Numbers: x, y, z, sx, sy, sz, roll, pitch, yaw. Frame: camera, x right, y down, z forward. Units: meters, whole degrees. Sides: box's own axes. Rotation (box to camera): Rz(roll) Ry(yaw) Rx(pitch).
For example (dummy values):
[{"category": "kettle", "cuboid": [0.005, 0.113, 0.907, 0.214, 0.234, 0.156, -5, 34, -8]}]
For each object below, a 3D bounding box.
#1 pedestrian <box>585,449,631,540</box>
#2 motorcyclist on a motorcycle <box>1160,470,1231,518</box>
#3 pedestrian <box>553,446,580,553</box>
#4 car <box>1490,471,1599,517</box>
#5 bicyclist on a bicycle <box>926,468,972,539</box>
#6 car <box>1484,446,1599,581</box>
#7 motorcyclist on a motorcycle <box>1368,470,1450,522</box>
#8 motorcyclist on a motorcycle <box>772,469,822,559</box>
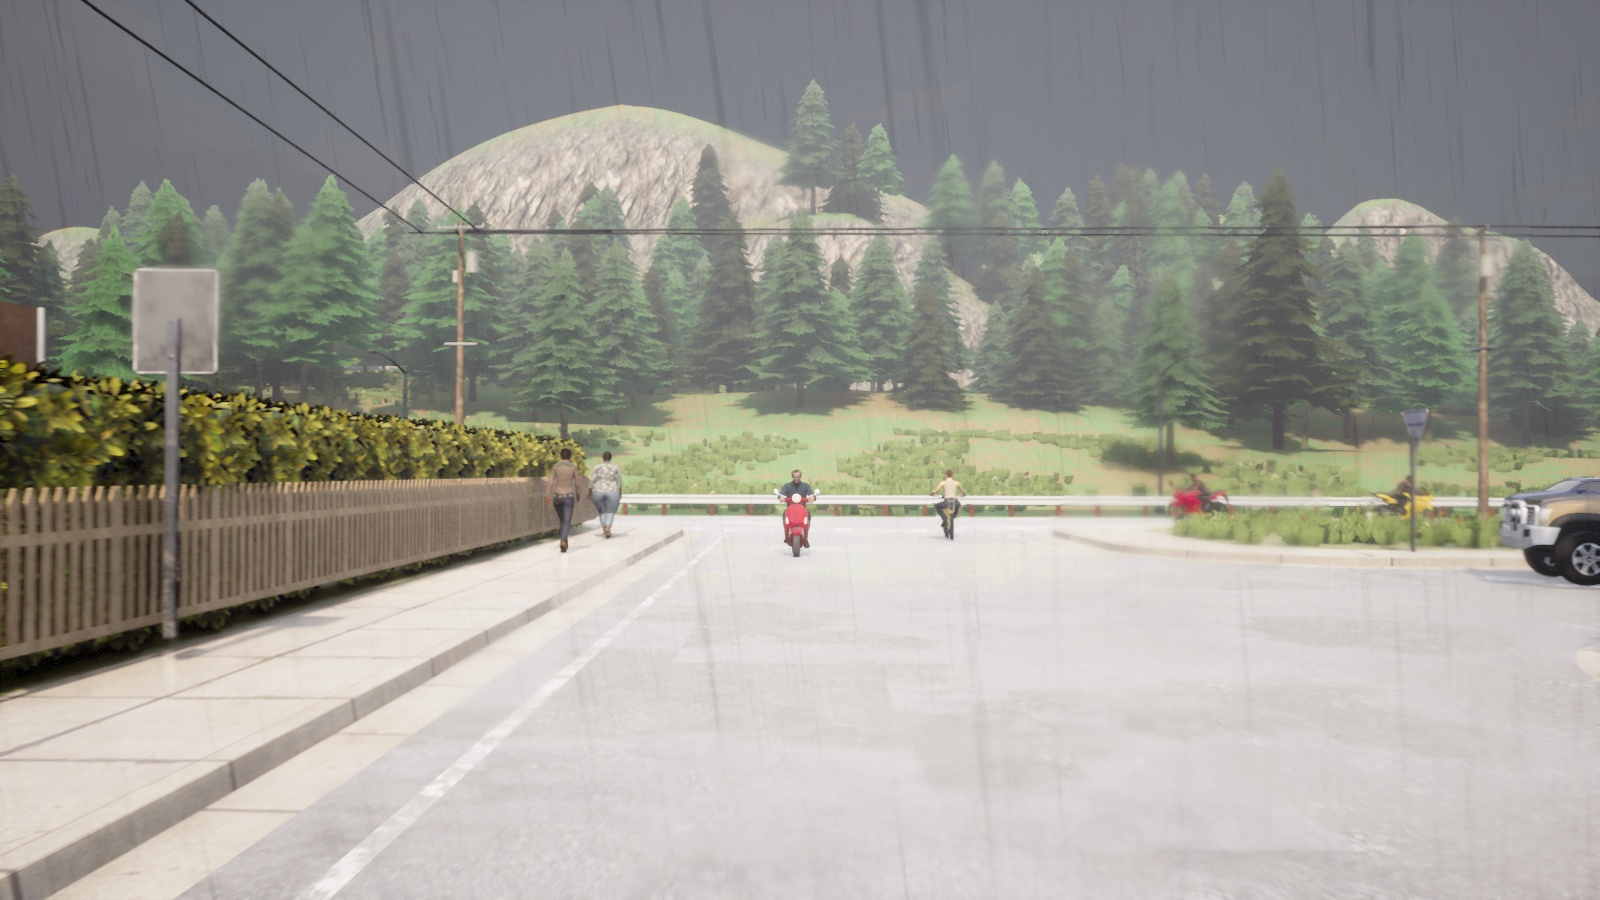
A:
[{"category": "pedestrian", "cuboid": [-4.003, 0.924, 26.183, 0.874, 1.855, 0.900, 0, -1, -4]}, {"category": "motorcyclist on a motorcycle", "cuboid": [12.836, 1.428, 40.831, 2.044, 1.523, 0.797, 0, -1, 0]}, {"category": "pedestrian", "cuboid": [-4.046, 0.850, 21.771, 0.328, 1.805, 0.869, 0, -1, -2]}, {"category": "car", "cuboid": [25.254, 1.422, 40.796, 4.674, 1.442, 1.812, 0, -1, 0]}, {"category": "bicyclist on a bicycle", "cuboid": [3.435, 1.224, 29.081, 0.866, 1.612, 1.509, 0, -1, 0]}, {"category": "car", "cuboid": [12.538, 0.880, 17.867, 4.605, 1.855, 1.932, -1, -1, 17]}, {"category": "motorcyclist on a motorcycle", "cuboid": [18.084, 1.349, 37.317, 2.044, 1.523, 0.797, 0, -1, 0]}, {"category": "motorcyclist on a motorcycle", "cuboid": [-0.056, 1.156, 23.179, 0.866, 1.590, 1.817, 0, -1, 0]}]
